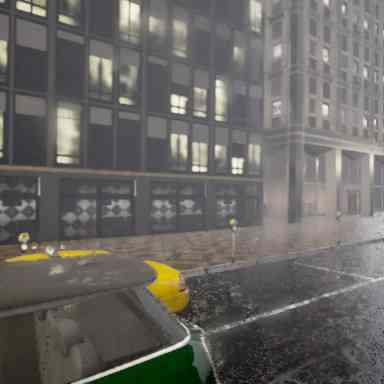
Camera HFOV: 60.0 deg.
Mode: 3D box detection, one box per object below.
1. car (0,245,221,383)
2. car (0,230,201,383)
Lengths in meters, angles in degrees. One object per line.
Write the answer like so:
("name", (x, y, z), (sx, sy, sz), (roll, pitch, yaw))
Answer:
("car", (-1.983, 1.353, 1.961), (4.553, 1.767, 2.097), (0, 0, -35))
("car", (-2.331, 1.525, 4.884), (4.829, 1.417, 1.752), (0, 1, -36))
